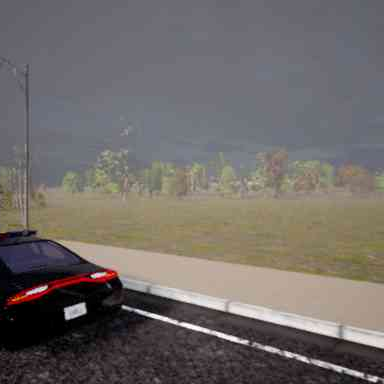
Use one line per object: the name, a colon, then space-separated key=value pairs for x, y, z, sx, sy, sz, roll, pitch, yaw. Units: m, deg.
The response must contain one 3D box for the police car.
police car: x=-3.621 y=1.521 z=6.143 sx=4.974 sy=1.542 sz=2.038 roll=0 pitch=0 yaw=35
